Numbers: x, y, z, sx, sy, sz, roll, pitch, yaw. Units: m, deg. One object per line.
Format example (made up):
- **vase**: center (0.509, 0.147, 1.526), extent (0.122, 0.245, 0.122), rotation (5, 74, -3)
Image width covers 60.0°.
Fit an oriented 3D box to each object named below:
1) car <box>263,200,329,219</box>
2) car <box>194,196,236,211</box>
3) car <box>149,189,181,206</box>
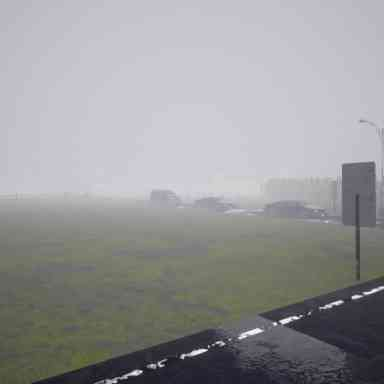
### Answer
- **car**: center (8.336, 1.332, 27.309), extent (2.033, 1.411, 5.357), rotation (-1, 1, -36)
- **car**: center (2.356, 1.179, 35.672), extent (2.033, 1.411, 5.357), rotation (-1, 1, -36)
- **car**: center (-3.630, 0.691, 44.064), extent (2.150, 2.045, 5.566), rotation (-1, 2, -35)
